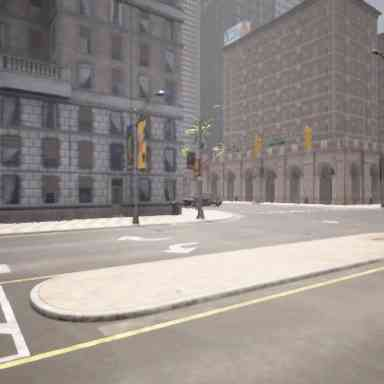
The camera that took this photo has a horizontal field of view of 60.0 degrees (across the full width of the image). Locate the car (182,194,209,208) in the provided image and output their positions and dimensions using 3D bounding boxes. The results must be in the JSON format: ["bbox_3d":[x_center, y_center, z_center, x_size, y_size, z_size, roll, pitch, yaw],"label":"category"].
[{"bbox_3d":[-0.209,1.450,47.634,1.882,1.535,5.008,0,0,-34],"label":"car"}]

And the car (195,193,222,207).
[{"bbox_3d":[2.260,1.189,50.226,2.150,2.045,5.566,0,0,-33],"label":"car"}]
